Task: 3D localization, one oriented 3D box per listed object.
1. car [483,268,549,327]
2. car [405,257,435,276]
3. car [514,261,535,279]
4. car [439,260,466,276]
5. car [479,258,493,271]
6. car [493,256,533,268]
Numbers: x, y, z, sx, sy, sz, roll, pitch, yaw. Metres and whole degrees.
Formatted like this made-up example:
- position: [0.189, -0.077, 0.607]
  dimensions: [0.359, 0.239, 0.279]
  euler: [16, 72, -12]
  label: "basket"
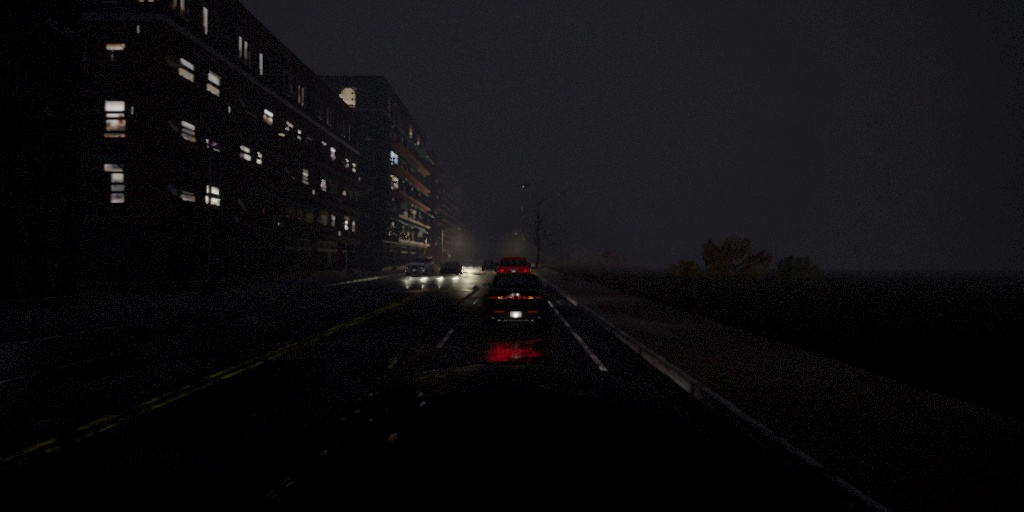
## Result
- position: [0.102, 1.282, 11.624]
  dimensions: [1.837, 1.490, 4.892]
  euler: [0, -1, 0]
  label: "car"
- position: [-9.837, 1.078, 38.808]
  dimensions: [2.150, 2.045, 5.566]
  euler: [0, 0, 0]
  label: "car"
- position: [1.144, 1.303, 35.046]
  dimensions: [1.801, 1.575, 5.366]
  euler: [0, 0, 0]
  label: "car"
- position: [-6.586, 1.335, 38.793]
  dimensions: [1.882, 1.535, 5.008]
  euler: [0, 0, 0]
  label: "car"
- position: [-3.236, 1.245, 51.823]
  dimensions: [2.097, 1.767, 4.553]
  euler: [0, 0, 0]
  label: "car"
- position: [0.104, 1.038, 23.841]
  dimensions: [2.150, 2.045, 5.566]
  euler: [0, 0, 0]
  label: "car"
